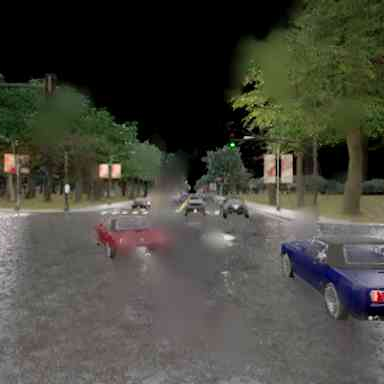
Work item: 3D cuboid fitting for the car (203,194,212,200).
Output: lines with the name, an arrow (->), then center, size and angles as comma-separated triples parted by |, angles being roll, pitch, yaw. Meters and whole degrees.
car -> 3.754, 1.287, 82.399 | 1.994, 1.385, 4.181 | 0, 0, 0

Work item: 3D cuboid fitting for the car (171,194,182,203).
car -> -2.862, 1.257, 62.443 | 1.882, 1.535, 5.008 | 0, 0, 0

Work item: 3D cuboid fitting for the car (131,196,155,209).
car -> -6.267, 1.399, 41.910 | 2.033, 1.411, 5.357 | 0, 0, 1

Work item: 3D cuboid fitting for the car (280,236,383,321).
car -> 3.364, 1.602, 7.192 | 1.895, 1.301, 4.718 | 0, 0, 0

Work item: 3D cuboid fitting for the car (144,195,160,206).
car -> -6.173, 1.294, 51.802 | 1.882, 1.535, 5.008 | 0, 0, 0

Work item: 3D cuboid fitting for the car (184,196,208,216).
car -> 0.311, 1.392, 31.614 | 1.837, 1.490, 4.892 | 0, 0, 0

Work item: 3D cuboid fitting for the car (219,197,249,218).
car -> 3.541, 1.248, 28.781 | 2.097, 1.767, 4.553 | 0, 0, 0

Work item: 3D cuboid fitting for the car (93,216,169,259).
car -> -2.508, 1.558, 12.586 | 1.895, 1.301, 4.718 | 0, 0, -24

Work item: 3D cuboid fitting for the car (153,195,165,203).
car -> -6.114, 1.307, 62.068 | 1.812, 1.442, 4.674 | 0, 0, 0

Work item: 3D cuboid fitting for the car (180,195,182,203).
car -> -2.921, 1.416, 52.073 | 1.895, 1.301, 4.718 | 0, 0, 0

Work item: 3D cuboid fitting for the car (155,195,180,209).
car -> -3.022, 1.399, 41.801 | 2.033, 1.411, 5.357 | 0, 0, 1

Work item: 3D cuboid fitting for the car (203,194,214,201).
car -> 3.695, 1.250, 72.311 | 1.837, 1.490, 4.892 | 0, 0, 0
